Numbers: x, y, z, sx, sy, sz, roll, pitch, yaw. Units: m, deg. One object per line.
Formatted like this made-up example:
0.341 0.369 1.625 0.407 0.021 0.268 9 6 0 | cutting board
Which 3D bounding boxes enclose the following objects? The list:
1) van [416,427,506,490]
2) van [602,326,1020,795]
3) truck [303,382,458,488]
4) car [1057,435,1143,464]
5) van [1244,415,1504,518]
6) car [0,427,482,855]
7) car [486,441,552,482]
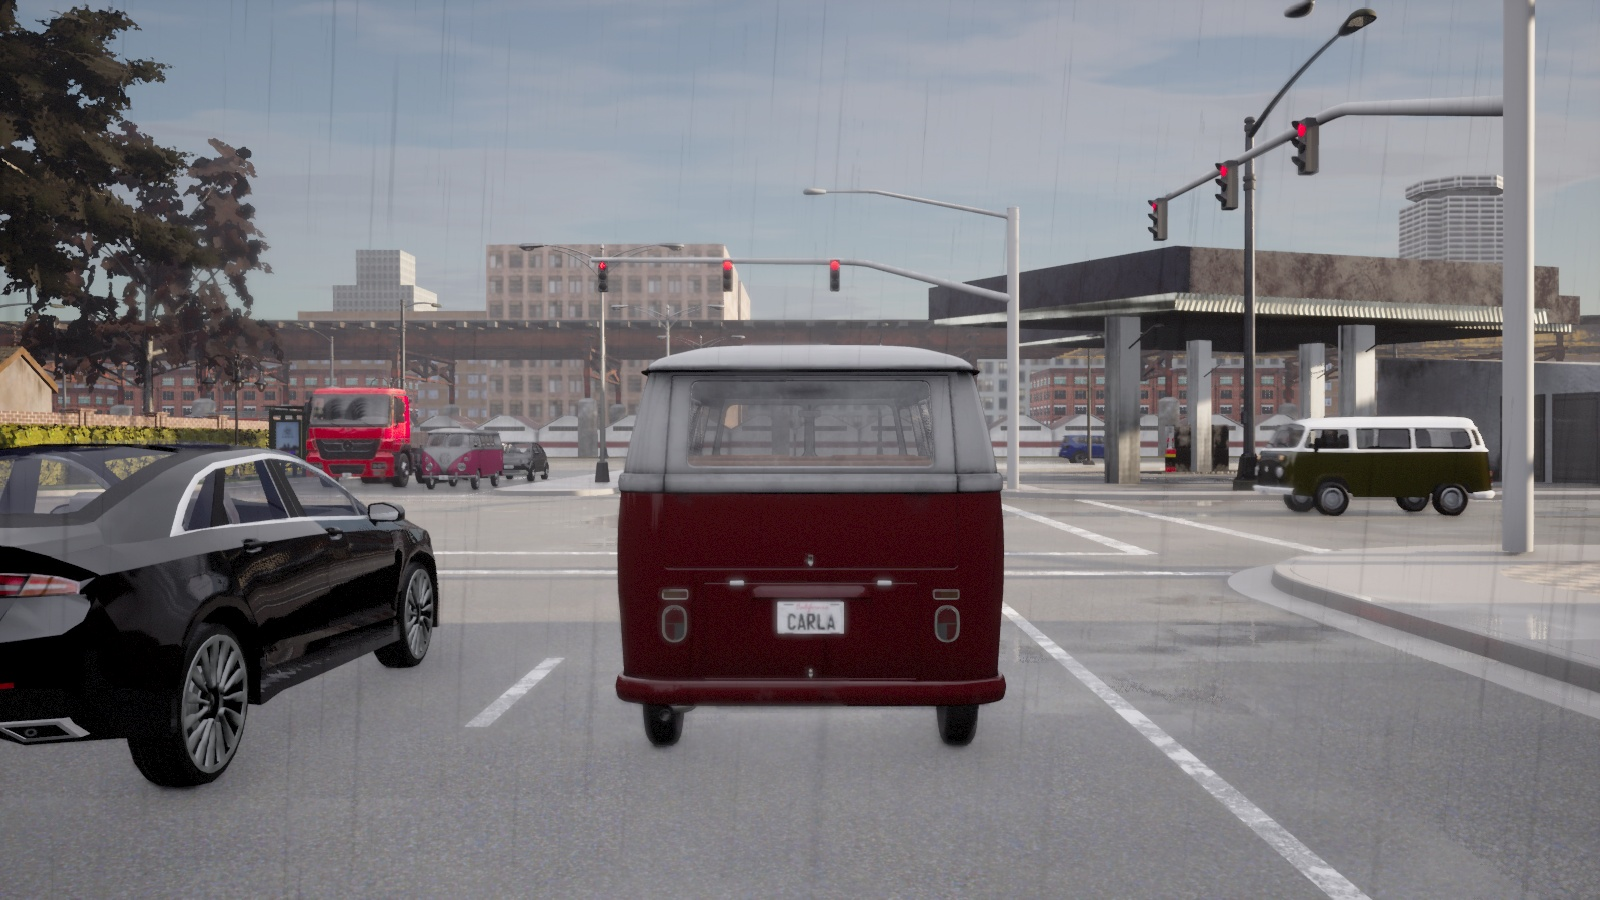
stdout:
-11.240 0.253 41.950 1.775 1.987 4.442 0 0 0 | van
0.059 0.457 7.547 1.775 1.987 4.442 0 0 0 | van
-14.767 -0.501 44.943 2.891 3.462 7.936 0 0 0 | truck
21.160 -0.019 88.772 5.566 2.045 2.150 0 0 1 | car
11.902 0.334 26.250 4.480 2.038 2.069 0 0 -1 | van
-3.445 0.661 6.895 2.128 1.511 4.902 0 0 0 | car
-11.191 0.433 50.189 1.789 1.549 3.705 0 0 0 | car
